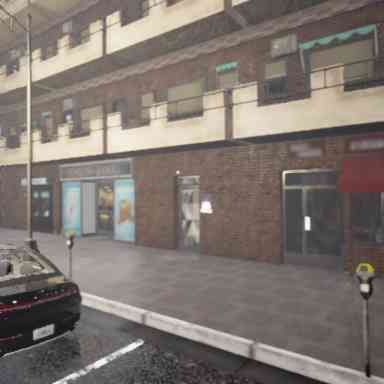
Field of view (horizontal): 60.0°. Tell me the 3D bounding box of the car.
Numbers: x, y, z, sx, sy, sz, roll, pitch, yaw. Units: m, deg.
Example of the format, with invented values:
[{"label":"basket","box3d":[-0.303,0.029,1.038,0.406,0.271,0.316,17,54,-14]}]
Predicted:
[{"label":"car","box3d":[-3.649,1.533,5.494,4.403,1.369,2.008,0,-1,36]}]
